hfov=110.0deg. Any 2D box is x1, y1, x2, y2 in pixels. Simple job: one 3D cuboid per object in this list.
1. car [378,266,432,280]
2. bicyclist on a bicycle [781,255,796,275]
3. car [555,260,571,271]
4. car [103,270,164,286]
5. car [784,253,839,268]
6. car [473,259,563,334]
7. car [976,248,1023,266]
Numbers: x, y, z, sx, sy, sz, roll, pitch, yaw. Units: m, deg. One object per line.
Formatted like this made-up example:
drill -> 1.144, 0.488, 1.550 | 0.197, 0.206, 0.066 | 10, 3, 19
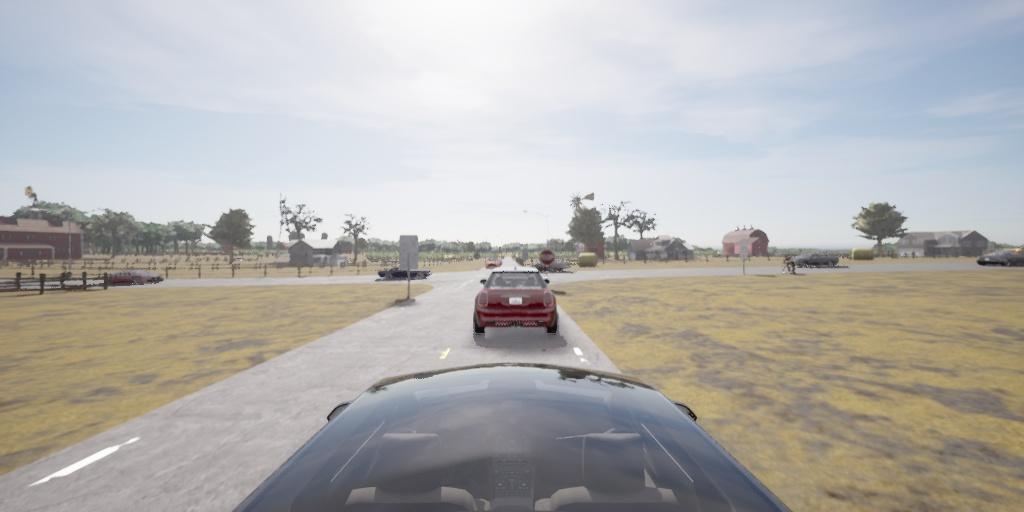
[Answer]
car -> -9.894, 1.523, 33.485 | 4.718, 1.301, 1.895 | -1, 1, 0
bicyclist on a bicycle -> 22.826, 0.725, 29.658 | 0.582, 1.620, 1.656 | -1, 0, 0
car -> 3.904, 1.114, 39.882 | 5.357, 1.411, 2.033 | -4, 0, 41
car -> -35.197, 1.981, 33.433 | 4.181, 1.385, 1.994 | -1, 1, 0
car -> 31.051, 0.430, 37.268 | 4.902, 1.511, 2.128 | -1, 1, 0
car -> 0.090, 1.091, 10.727 | 2.097, 1.767, 4.553 | 0, 0, 0
car -> 46.621, 0.233, 33.655 | 4.181, 1.385, 1.994 | -1, 1, 0
